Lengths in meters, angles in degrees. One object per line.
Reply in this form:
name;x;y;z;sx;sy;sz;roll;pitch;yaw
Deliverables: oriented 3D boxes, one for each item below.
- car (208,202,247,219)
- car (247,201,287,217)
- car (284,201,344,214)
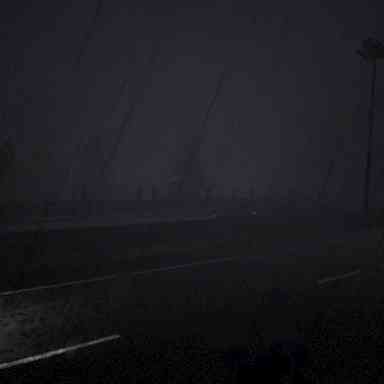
car;3.904;1.548;28.269;5.357;1.411;2.033;0;0;-35
car;6.927;1.506;26.125;4.892;1.490;1.837;0;0;-35
car;8.885;1.527;23.223;4.674;1.442;1.812;0;0;-35
